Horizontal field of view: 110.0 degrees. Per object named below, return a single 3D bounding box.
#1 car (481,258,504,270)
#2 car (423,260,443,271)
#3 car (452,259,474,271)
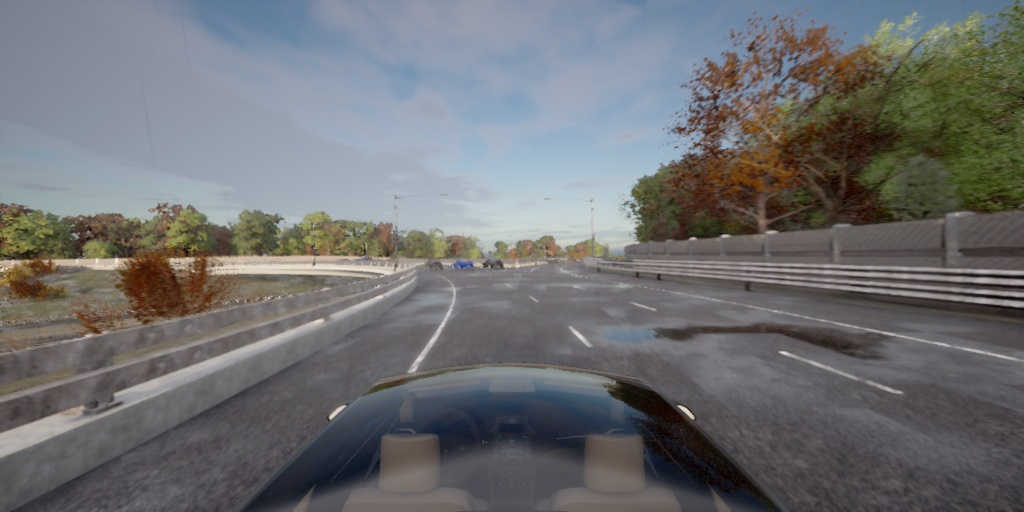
[{"bbox_3d":[-2.682,1.072,48.319,1.837,1.490,4.892,-1,0,-24],"label":"car"},{"bbox_3d":[-10.917,1.237,49.397,1.837,1.490,4.892,-1,0,-26],"label":"car"},{"bbox_3d":[-6.674,1.127,48.657,1.882,1.535,5.008,-1,0,-25],"label":"car"}]
